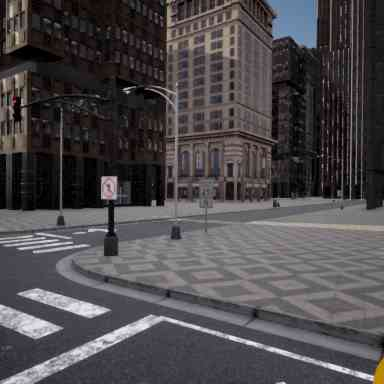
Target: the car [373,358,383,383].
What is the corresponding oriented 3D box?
[{"bbox_3d":[3.469,1.478,1.219,5.008,1.535,1.882,0,0,35],"label":"car"}]
